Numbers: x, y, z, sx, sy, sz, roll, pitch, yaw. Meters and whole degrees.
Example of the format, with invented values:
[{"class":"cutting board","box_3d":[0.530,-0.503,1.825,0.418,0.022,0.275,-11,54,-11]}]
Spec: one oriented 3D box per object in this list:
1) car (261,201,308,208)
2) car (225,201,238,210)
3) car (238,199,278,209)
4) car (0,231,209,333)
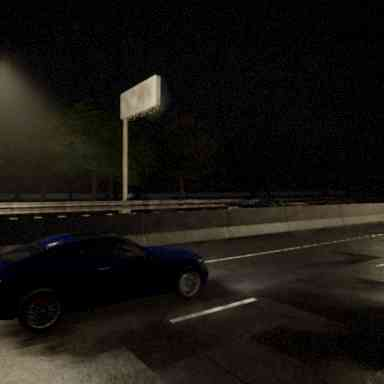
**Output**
[{"class":"car","box_3d":[8.133,1.579,27.059,4.718,1.301,1.895,0,0,-36]},{"class":"car","box_3d":[5.552,1.468,33.826,4.902,1.511,2.128,0,0,-36]},{"class":"car","box_3d":[6.860,1.483,30.454,4.892,1.490,1.837,0,0,-36]},{"class":"car","box_3d":[-1.814,1.524,6.753,4.674,1.442,1.812,0,0,-35]}]
